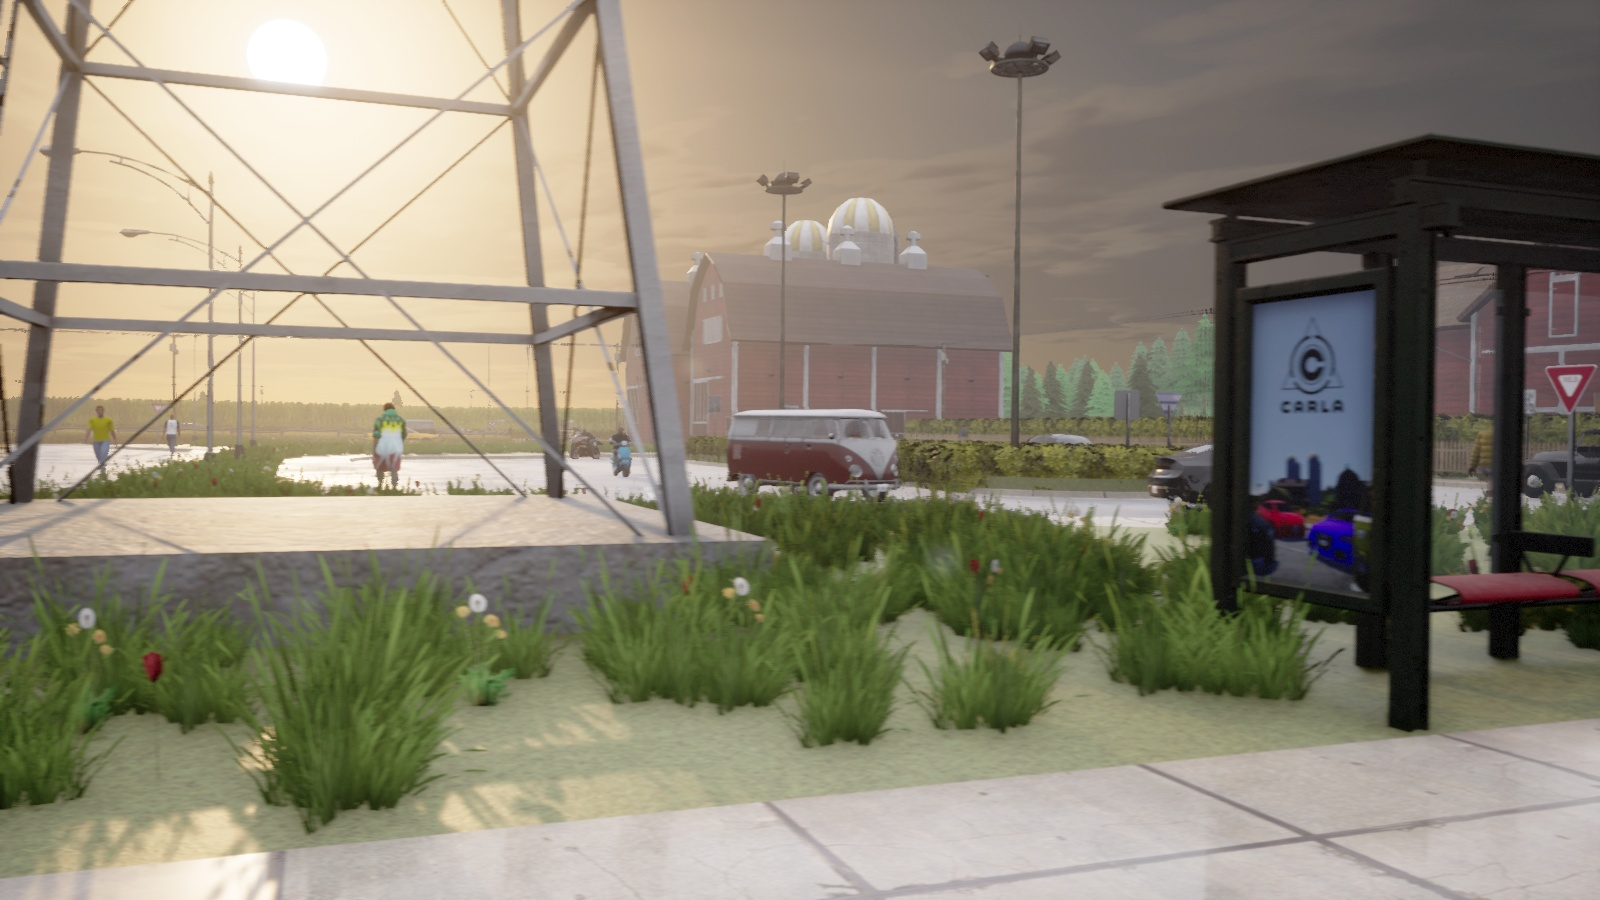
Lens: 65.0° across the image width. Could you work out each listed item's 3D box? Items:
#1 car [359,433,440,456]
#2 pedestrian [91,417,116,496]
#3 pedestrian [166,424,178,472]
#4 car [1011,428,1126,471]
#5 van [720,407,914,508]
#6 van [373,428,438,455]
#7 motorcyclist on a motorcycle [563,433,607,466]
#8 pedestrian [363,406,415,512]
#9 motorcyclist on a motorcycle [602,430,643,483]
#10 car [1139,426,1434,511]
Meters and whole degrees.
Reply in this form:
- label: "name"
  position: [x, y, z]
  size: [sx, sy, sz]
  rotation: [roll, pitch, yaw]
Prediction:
- label: "car"
  position: [-28.480, -0.405, 89.293]
  size: [5.366, 1.575, 1.801]
  rotation: [-1, 1, -21]
- label: "pedestrian"
  position: [-16.317, 0.150, 29.408]
  size: [0.354, 1.836, 0.706]
  rotation: [-1, 1, -18]
- label: "pedestrian"
  position: [-24.476, -0.080, 48.959]
  size: [0.354, 1.836, 0.706]
  rotation: [-1, 1, -23]
- label: "car"
  position: [9.963, -0.060, 46.983]
  size: [1.837, 1.490, 4.892]
  rotation: [-1, 1, -21]
- label: "van"
  position: [0.266, 0.108, 27.023]
  size: [1.775, 1.987, 4.442]
  rotation: [-1, 1, -38]
- label: "van"
  position: [-29.143, -0.639, 92.788]
  size: [4.442, 1.987, 1.775]
  rotation: [-1, 1, -21]
- label: "motorcyclist on a motorcycle"
  position: [-10.284, -0.029, 60.092]
  size: [0.866, 1.530, 2.191]
  rotation: [1, 2, 29]
- label: "pedestrian"
  position: [-7.755, 0.150, 23.692]
  size: [0.659, 1.952, 0.873]
  rotation: [-1, 1, -37]
- label: "motorcyclist on a motorcycle"
  position: [-5.548, 0.178, 39.153]
  size: [0.866, 1.590, 1.817]
  rotation: [-1, 1, -21]
- label: "car"
  position: [9.147, 0.322, 23.821]
  size: [4.892, 1.490, 1.837]
  rotation: [-1, 1, -3]
